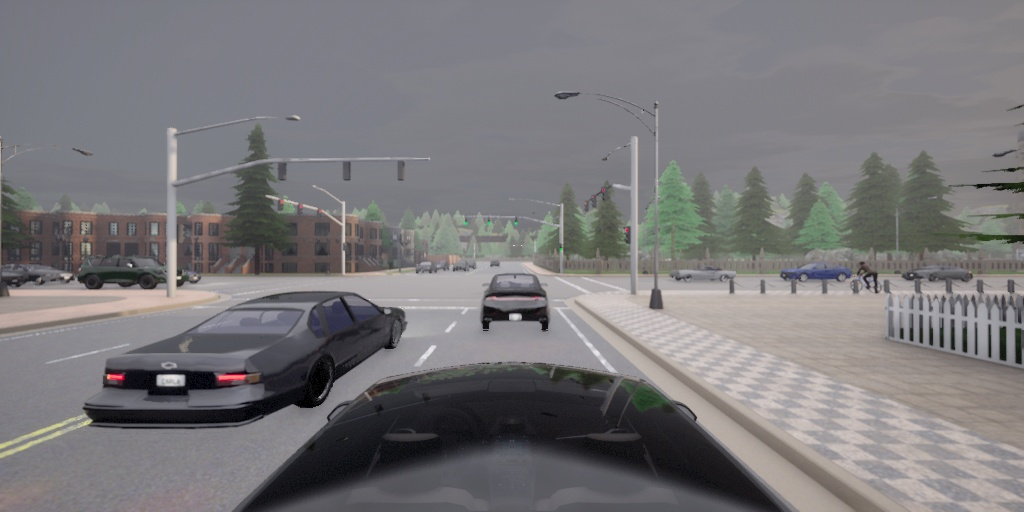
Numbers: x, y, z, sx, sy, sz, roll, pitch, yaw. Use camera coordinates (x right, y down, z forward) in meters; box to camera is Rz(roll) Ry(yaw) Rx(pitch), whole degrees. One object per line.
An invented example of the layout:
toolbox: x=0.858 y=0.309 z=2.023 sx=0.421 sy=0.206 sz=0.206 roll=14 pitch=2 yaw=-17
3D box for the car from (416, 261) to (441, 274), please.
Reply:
car: x=-10.533 y=1.424 z=44.405 sx=1.812 sy=1.442 sz=4.674 roll=0 pitch=0 yaw=0

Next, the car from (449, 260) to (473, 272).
car: x=-7.037 y=1.422 z=49.820 sx=1.837 sy=1.490 sz=4.892 roll=0 pitch=0 yaw=0

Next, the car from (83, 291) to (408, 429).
car: x=-3.427 y=1.313 z=6.135 sx=2.033 sy=1.411 sz=5.357 roll=0 pitch=0 yaw=1

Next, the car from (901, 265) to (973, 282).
car: x=34.862 y=1.411 z=29.473 sx=4.181 sy=1.385 sz=1.994 roll=0 pitch=0 yaw=1

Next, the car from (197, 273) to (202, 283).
car: x=-25.524 y=1.361 z=26.211 sx=4.674 sy=1.442 sz=1.812 roll=0 pitch=0 yaw=-1

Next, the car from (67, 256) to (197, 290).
car: x=-23.937 y=1.045 z=22.771 sx=5.566 sy=2.045 sz=2.150 roll=0 pitch=0 yaw=-1

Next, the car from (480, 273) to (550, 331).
car: x=0.095 y=1.275 z=11.168 sx=2.128 sy=1.511 sz=4.902 roll=0 pitch=0 yaw=0

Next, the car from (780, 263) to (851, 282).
car: x=24.887 y=1.325 z=29.507 sx=5.008 sy=1.535 sz=1.882 roll=0 pitch=0 yaw=0

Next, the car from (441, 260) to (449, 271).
car: x=-10.526 y=1.422 z=53.513 sx=2.128 sy=1.511 sz=4.902 roll=0 pitch=0 yaw=0

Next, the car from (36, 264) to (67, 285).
car: x=-34.780 y=1.325 z=25.825 sx=4.902 sy=1.511 sz=2.128 roll=0 pitch=0 yaw=-6

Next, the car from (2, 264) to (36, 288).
car: x=-33.874 y=1.299 z=22.409 sx=5.008 sy=1.535 sz=1.882 roll=0 pitch=0 yaw=-5

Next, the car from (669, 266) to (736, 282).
car: x=15.596 y=1.448 z=29.529 sx=4.718 sy=1.301 sz=1.895 roll=0 pitch=0 yaw=0

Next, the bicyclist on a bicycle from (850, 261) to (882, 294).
bicyclist on a bicycle: x=18.269 y=1.111 z=18.540 sx=0.582 sy=1.620 sz=1.656 roll=0 pitch=0 yaw=0

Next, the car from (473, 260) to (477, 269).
car: x=-6.989 y=1.457 z=59.804 sx=1.837 sy=1.490 sz=4.892 roll=0 pitch=0 yaw=0
